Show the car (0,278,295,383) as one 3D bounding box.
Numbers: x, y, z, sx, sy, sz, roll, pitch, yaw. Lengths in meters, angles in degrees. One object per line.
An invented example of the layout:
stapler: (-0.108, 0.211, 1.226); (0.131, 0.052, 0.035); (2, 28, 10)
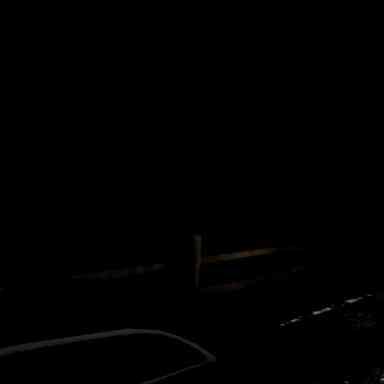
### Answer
car: (-1.469, 1.476, 2.121); (4.902, 1.511, 2.128); (0, 0, -32)
